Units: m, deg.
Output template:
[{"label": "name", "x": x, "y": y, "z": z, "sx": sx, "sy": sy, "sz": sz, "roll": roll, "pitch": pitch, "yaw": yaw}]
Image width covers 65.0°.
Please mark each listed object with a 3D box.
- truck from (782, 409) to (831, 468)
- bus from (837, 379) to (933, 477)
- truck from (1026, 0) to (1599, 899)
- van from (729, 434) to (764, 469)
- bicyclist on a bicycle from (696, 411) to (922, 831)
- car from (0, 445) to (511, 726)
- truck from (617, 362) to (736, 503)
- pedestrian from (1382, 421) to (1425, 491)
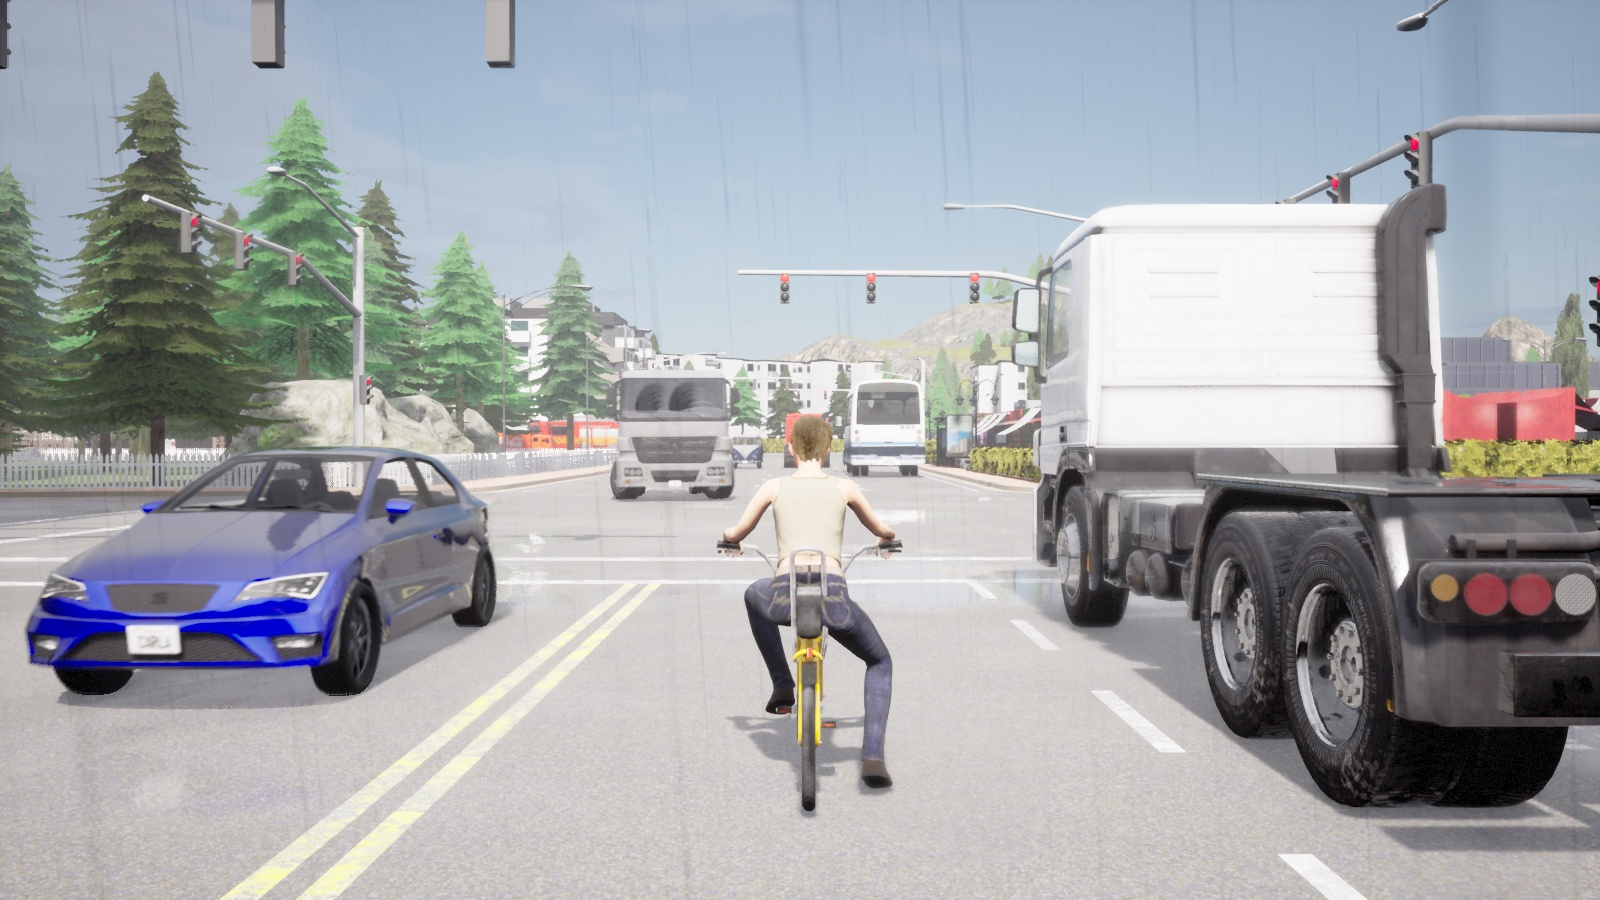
[{"label": "truck", "x": 0.429, "y": -0.674, "z": 77.772, "sx": 2.891, "sy": 3.462, "sz": 7.936, "roll": 0, "pitch": 0, "yaw": 1}, {"label": "bus", "x": 3.836, "y": -0.963, "z": 59.642, "sx": 3.944, "sy": 4.253, "sz": 10.273, "roll": 0, "pitch": 0, "yaw": 0}, {"label": "truck", "x": 3.559, "y": -0.277, "z": 7.884, "sx": 2.891, "sy": 3.462, "sz": 7.936, "roll": 0, "pitch": 0, "yaw": 0}, {"label": "van", "x": -3.086, "y": 0.084, "z": 73.173, "sx": 1.775, "sy": 1.987, "sz": 4.442, "roll": 0, "pitch": 0, "yaw": 0}, {"label": "bicyclist on a bicycle", "x": 0.042, "y": 0.652, "z": 5.576, "sx": 0.866, "sy": 1.612, "sz": 1.509, "roll": 0, "pitch": 0, "yaw": 1}, {"label": "car", "x": -3.438, "y": 0.708, "z": 8.745, "sx": 1.816, "sy": 1.474, "sz": 4.193, "roll": 0, "pitch": 0, "yaw": 1}, {"label": "truck", "x": -3.614, "y": -0.443, "z": 35.006, "sx": 2.891, "sy": 3.462, "sz": 7.936, "roll": 0, "pitch": 0, "yaw": -9}, {"label": "pedestrian", "x": 16.895, "y": 0.160, "z": 35.181, "sx": 0.873, "sy": 1.952, "sz": 0.659, "roll": 0, "pitch": 0, "yaw": 0}]
